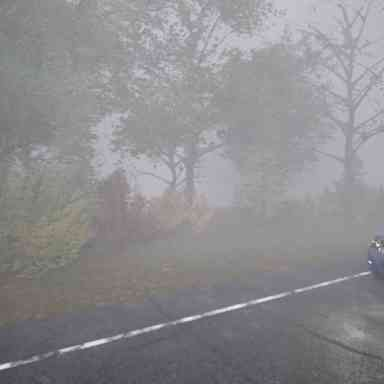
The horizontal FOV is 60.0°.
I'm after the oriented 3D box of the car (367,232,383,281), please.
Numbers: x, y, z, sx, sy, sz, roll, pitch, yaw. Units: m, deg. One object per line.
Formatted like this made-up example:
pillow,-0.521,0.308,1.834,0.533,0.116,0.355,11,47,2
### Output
car,7.034,1.335,9.018,5.566,2.045,2.150,1,0,-36
